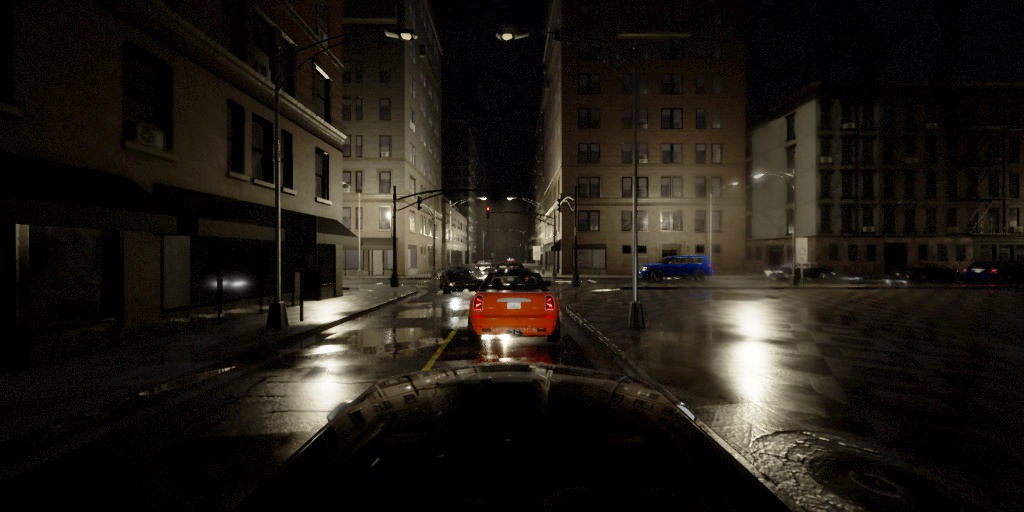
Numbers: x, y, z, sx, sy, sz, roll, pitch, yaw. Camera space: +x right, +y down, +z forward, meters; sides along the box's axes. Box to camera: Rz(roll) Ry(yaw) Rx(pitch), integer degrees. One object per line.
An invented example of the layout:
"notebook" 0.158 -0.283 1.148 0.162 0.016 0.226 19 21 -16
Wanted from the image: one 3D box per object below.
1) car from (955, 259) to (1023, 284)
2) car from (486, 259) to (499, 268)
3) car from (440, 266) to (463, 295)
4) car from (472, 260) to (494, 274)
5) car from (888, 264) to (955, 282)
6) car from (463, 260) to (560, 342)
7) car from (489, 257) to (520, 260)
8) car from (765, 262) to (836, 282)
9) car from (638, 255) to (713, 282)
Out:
"car" 35.438 1.112 25.654 4.553 1.767 2.097 0 0 -1
"car" -3.273 1.294 61.774 2.033 1.411 5.357 0 0 0
"car" -2.974 1.296 20.072 2.033 1.411 5.357 0 0 -16
"car" -3.224 1.239 41.255 2.128 1.511 4.902 0 0 0
"car" 33.037 1.320 28.807 4.181 1.385 1.994 0 0 0
"car" 0.048 1.102 9.941 2.097 1.767 4.553 0 0 0
"car" -0.183 1.101 18.861 2.097 1.767 4.553 0 0 -3
"car" 22.982 1.247 28.725 4.902 1.511 2.128 0 0 -1
"car" 12.961 0.975 28.621 5.566 2.045 2.150 0 0 -1
